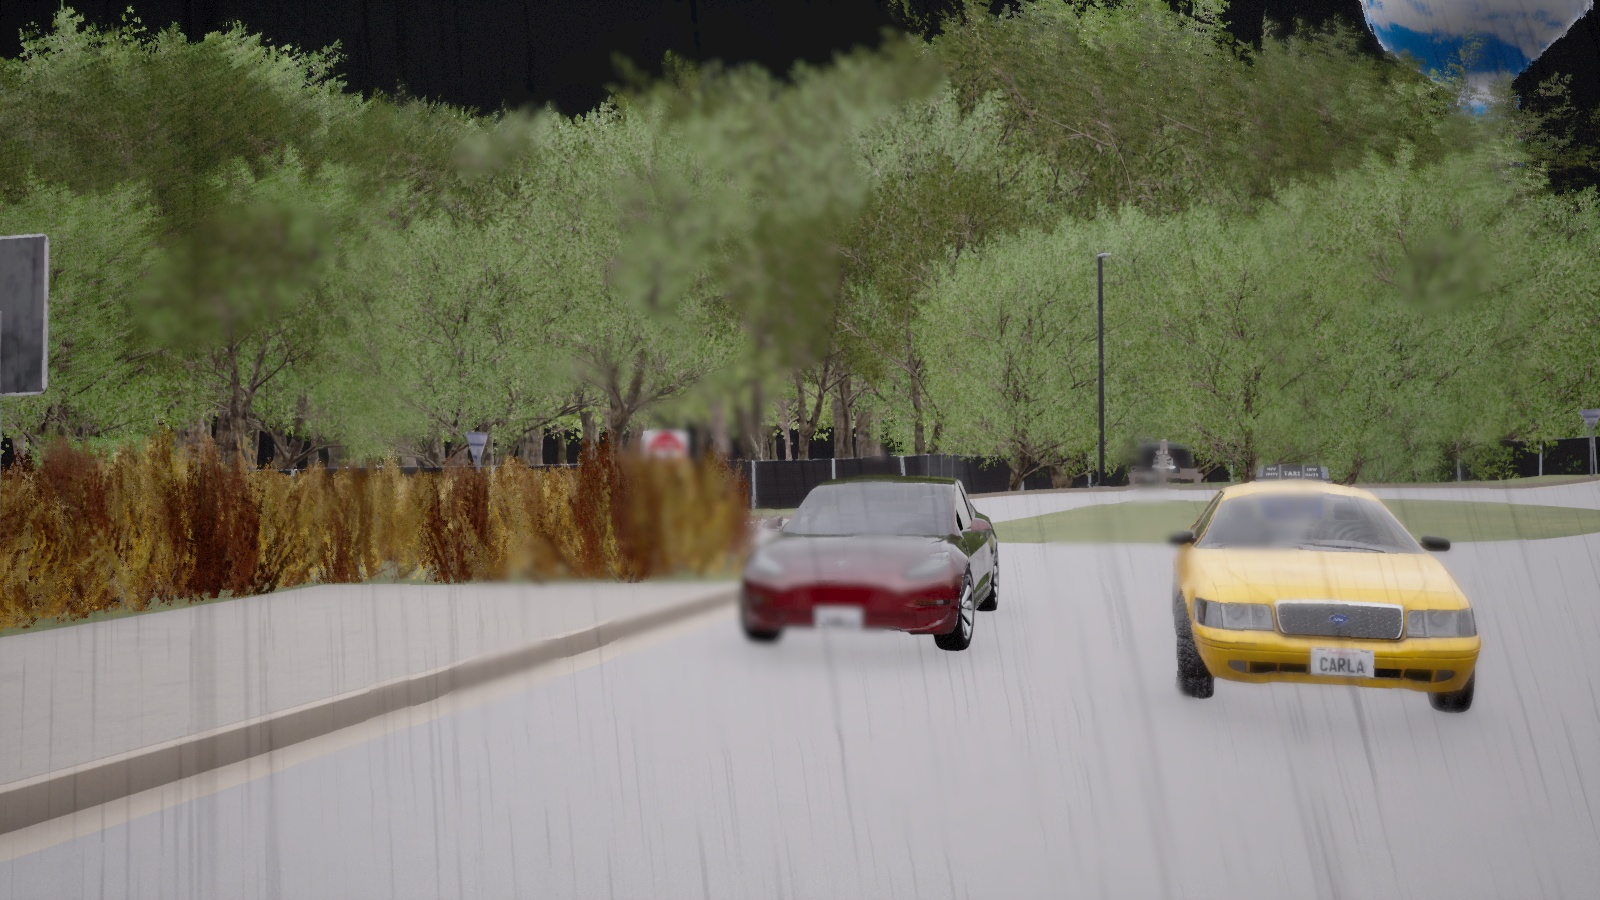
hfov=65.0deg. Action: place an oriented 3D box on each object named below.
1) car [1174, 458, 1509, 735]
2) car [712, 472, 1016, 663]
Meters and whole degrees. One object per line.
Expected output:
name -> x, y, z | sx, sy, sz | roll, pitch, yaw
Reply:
car -> 3.950, 0.863, 10.039 | 1.801, 1.575, 5.366 | 0, 0, 16
car -> 0.887, 0.986, 12.515 | 2.163, 1.488, 4.792 | -1, -1, 13
